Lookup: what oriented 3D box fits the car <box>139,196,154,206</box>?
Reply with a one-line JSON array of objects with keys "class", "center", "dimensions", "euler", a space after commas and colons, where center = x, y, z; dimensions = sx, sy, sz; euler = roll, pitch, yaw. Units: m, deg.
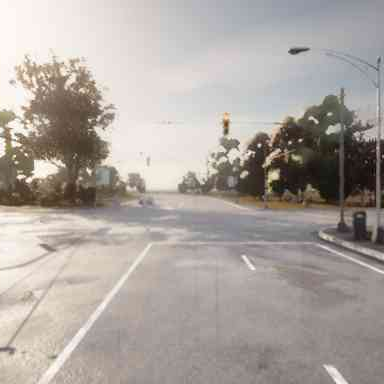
[{"class": "car", "center": [-6.942, 1.299, 50.888], "dimensions": [2.128, 1.511, 4.902], "euler": [0, 0, 0]}]
